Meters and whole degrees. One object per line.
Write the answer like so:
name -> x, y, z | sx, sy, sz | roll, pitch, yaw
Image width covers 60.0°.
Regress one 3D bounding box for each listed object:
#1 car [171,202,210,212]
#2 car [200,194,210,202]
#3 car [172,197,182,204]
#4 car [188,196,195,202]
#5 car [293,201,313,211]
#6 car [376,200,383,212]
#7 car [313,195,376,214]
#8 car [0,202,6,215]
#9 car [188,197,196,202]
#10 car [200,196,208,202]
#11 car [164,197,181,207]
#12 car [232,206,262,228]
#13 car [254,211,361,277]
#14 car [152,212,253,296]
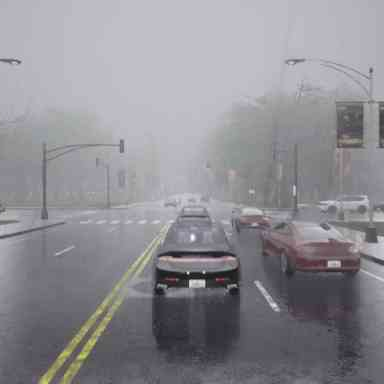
car -> 0.090, 1.518, 18.653 | 2.128, 1.511, 4.902 | 0, 0, 0
car -> 3.202, 1.632, 82.507 | 2.150, 2.045, 5.566 | 0, -1, 0
car -> -3.293, 1.837, 73.411 | 2.128, 1.511, 4.902 | 0, -1, 0
car -> -0.056, 1.953, 92.892 | 1.994, 1.385, 4.181 | 0, -1, 0
car -> 14.842, 1.767, 40.704 | 4.718, 1.301, 1.895 | 0, 0, 0
car -> 23.974, 1.690, 40.782 | 5.008, 1.535, 1.882 | 0, 0, 0
car -> 17.085, 1.394, 37.480 | 5.566, 2.045, 2.150 | 0, 0, -1
car -> -20.159, 1.220, 30.475 | 5.566, 2.045, 2.150 | 0, 0, -1
car -> -0.048, 1.883, 82.438 | 1.882, 1.535, 5.008 | 0, -1, 0
car -> 3.194, 1.941, 92.894 | 2.033, 1.411, 5.357 | 0, -1, 0
car -> -3.376, 1.708, 53.648 | 2.033, 1.411, 5.357 | 0, 0, 0
car -> 3.415, 1.555, 19.941 | 1.812, 1.442, 4.674 | 0, 0, 2
car -> 3.340, 1.531, 10.136 | 1.812, 1.442, 4.674 | 0, 0, 0
car -> 0.095, 1.497, 8.635 | 2.128, 1.511, 4.902 | 0, 0, 0
